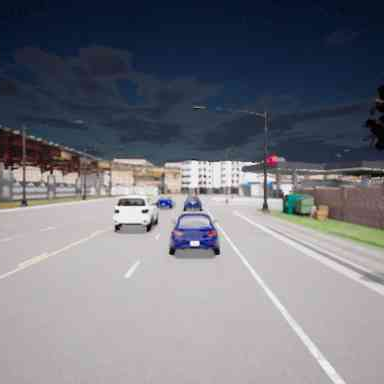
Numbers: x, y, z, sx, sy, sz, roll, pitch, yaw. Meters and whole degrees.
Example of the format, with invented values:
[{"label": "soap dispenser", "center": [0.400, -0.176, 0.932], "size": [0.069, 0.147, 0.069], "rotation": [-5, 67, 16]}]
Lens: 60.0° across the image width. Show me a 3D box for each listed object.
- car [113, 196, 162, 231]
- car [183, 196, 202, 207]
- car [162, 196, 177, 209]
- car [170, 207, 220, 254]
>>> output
[{"label": "car", "center": [-3.410, 1.234, 21.031], "size": [2.150, 2.045, 5.566], "rotation": [0, 0, 0]}, {"label": "car", "center": [0.097, 1.212, 38.301], "size": [2.097, 1.767, 4.553], "rotation": [0, 1, 0]}, {"label": "car", "center": [-3.188, 1.297, 42.428], "size": [1.882, 1.535, 5.008], "rotation": [-1, 0, 6]}, {"label": "car", "center": [0.095, 1.573, 13.611], "size": [1.812, 1.442, 4.674], "rotation": [0, 0, 0]}]
